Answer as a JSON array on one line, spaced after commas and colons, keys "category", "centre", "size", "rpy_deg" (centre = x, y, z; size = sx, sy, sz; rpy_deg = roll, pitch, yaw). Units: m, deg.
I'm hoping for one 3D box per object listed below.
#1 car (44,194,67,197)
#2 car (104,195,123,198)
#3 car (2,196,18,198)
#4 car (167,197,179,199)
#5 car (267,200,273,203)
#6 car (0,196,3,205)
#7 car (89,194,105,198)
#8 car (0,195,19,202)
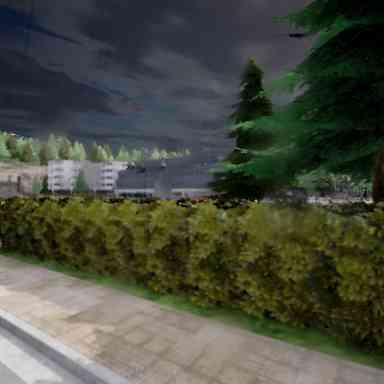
[{"category": "car", "centre": [-29.988, 1.357, 75.559], "size": [2.152, 1.636, 5.027], "rpy_deg": [0, 0, 40]}, {"category": "car", "centre": [-10.648, 1.519, 49.927], "size": [1.970, 1.475, 3.806], "rpy_deg": [0, 0, 40]}, {"category": "car", "centre": [-20.352, 1.430, 33.765], "size": [2.007, 1.523, 4.514], "rpy_deg": [0, 0, 40]}, {"category": "car", "centre": [-3.588, 1.519, 53.683], "size": [1.845, 1.501, 3.633], "rpy_deg": [0, 0, 40]}, {"category": "car", "centre": [10.030, 1.469, 42.602], "size": [2.097, 1.767, 4.553], "rpy_deg": [0, 0, 40]}, {"category": "car", "centre": [-34.518, 1.447, 55.716], "size": [2.007, 1.523, 4.514], "rpy_deg": [0, 0, 40]}, {"category": "car", "centre": [-17.714, 1.275, 65.761], "size": [1.932, 1.855, 4.605], "rpy_deg": [0, 0, 40]}, {"category": "car", "centre": [-42.447, 1.502, 76.413], "size": [2.007, 1.523, 4.514], "rpy_deg": [0, 0, 40]}]
